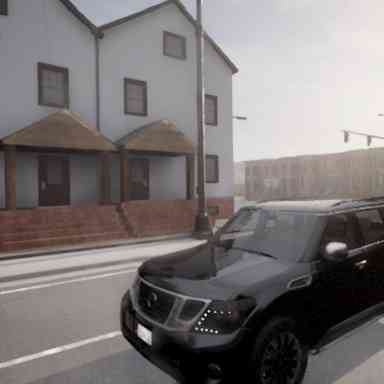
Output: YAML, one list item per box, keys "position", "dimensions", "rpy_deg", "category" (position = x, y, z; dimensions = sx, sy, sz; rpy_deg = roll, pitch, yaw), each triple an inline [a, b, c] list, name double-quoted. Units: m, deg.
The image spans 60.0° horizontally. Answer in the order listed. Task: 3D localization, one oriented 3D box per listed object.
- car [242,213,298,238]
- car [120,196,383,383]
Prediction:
- position: [6.879, 3.024, 29.792]
  dimensions: [1.812, 1.442, 4.674]
  rpy_deg: [-2, -12, -36]
  category: "car"
- position: [1.697, 1.138, 5.279]
  dimensions: [5.566, 2.045, 2.150]
  rpy_deg: [-2, 1, -36]
  category: "car"
